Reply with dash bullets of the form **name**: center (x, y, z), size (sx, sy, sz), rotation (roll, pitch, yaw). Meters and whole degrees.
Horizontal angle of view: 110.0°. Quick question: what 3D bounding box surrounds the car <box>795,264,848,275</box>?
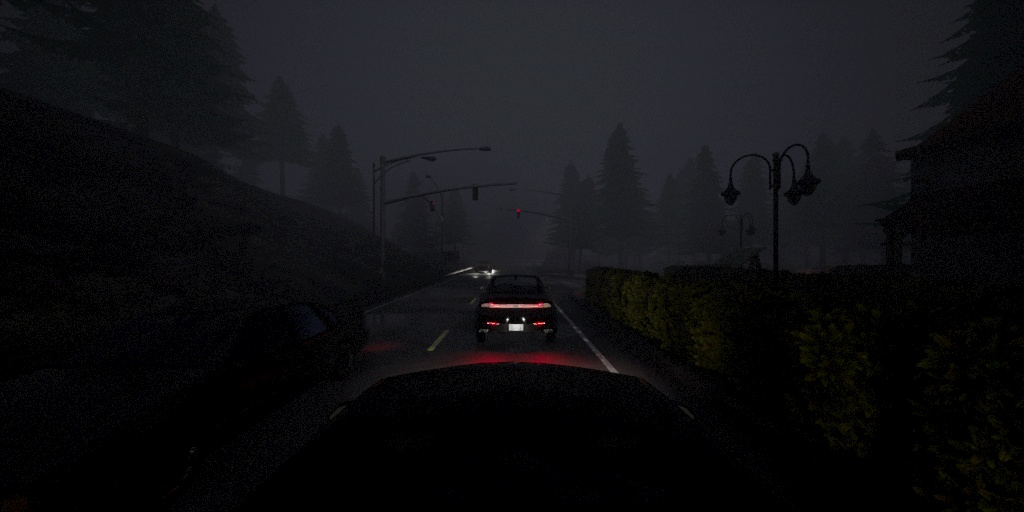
- **car**: center (26.110, 1.388, 29.447), size (5.008, 1.535, 1.882), rotation (0, 0, 1)

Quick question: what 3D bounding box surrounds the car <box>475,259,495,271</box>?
- **car**: center (-3.500, 1.224, 44.744), size (1.882, 1.535, 5.008), rotation (0, 0, 0)

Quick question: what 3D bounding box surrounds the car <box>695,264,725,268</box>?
- **car**: center (15.761, 1.415, 29.539), size (4.892, 1.490, 1.837), rotation (0, 0, 0)

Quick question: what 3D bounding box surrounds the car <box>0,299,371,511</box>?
- **car**: center (-3.595, 1.297, 4.498), size (2.033, 1.411, 5.357), rotation (0, 0, 0)

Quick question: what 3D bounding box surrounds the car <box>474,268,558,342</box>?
- **car**: center (0.097, 1.241, 9.734), size (2.128, 1.511, 4.902), rotation (0, 0, 0)
